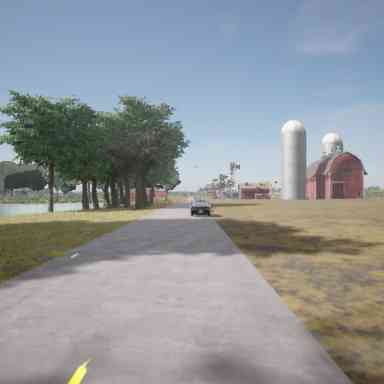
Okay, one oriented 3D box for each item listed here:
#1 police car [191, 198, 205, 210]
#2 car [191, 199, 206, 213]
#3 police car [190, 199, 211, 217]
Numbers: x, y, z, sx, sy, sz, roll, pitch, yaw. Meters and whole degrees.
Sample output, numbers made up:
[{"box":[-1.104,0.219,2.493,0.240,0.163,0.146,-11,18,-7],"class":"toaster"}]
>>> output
[{"box":[0.825,1.794,49.423,1.930,1.638,5.238,0,-1,0],"class":"police car"},{"box":[0.825,1.774,43.313,1.882,1.535,5.008,0,-1,0],"class":"car"},{"box":[0.825,1.620,33.424,1.930,1.638,5.238,0,0,0],"class":"police car"}]
